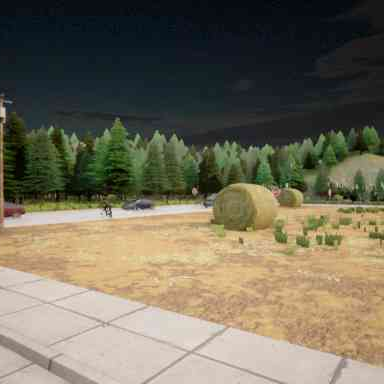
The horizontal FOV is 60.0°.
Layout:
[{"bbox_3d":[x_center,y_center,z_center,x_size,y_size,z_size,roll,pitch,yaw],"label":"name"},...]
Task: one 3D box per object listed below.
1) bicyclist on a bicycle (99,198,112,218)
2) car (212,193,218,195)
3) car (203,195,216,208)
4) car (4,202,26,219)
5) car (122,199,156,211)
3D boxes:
[{"bbox_3d":[-7.010,1.327,27.018,1.656,1.620,0.582,0,0,36],"label":"bicyclist on a bicycle"},{"bbox_3d":[4.236,1.236,54.679,2.150,2.045,5.566,0,0,37],"label":"car"},{"bbox_3d":[3.530,1.518,47.769,2.128,1.511,4.902,0,0,37],"label":"car"},{"bbox_3d":[-16.147,1.553,27.249,1.812,1.442,4.674,0,0,36],"label":"car"},{"bbox_3d":[-6.352,1.552,40.496,1.812,1.442,4.674,0,0,37],"label":"car"}]
